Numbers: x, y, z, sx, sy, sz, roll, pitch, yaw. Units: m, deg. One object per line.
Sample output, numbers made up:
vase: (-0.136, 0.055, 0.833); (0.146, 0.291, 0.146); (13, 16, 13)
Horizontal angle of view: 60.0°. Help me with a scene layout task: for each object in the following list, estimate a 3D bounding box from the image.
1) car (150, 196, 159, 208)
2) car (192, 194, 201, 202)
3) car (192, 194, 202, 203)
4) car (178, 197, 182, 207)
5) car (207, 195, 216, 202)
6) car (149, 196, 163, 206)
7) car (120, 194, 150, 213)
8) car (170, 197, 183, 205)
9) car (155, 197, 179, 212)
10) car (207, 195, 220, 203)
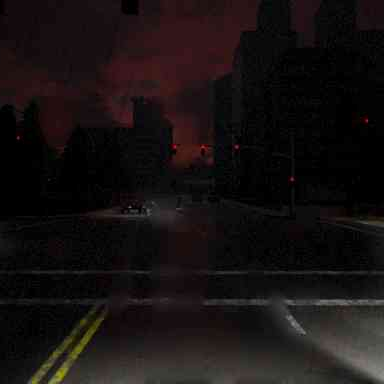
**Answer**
car: (-6.295, 1.491, 46.945); (2.128, 1.511, 4.902); (0, 0, 1)
car: (1.071, 1.355, 76.915); (2.097, 1.767, 4.553); (0, 0, 1)
car: (1.094, 1.564, 68.307); (1.994, 1.385, 4.181); (0, 0, 1)
car: (-2.785, 1.564, 47.976); (1.994, 1.385, 4.181); (0, 0, 1)
car: (4.573, 1.478, 77.121); (1.882, 1.535, 5.008); (0, 0, 1)
car: (-6.193, 1.505, 57.004); (1.837, 1.490, 4.892); (0, 0, 0)
car: (-6.386, 1.221, 37.064); (2.150, 2.045, 5.566); (0, 0, 1)
car: (-2.675, 1.547, 58.300); (2.033, 1.411, 5.357); (0, 0, 1)
car: (-2.866, 1.601, 39.174); (1.895, 1.301, 4.718); (0, 0, 1)
car: (4.589, 1.547, 67.299); (2.033, 1.411, 5.357); (0, 0, 1)
